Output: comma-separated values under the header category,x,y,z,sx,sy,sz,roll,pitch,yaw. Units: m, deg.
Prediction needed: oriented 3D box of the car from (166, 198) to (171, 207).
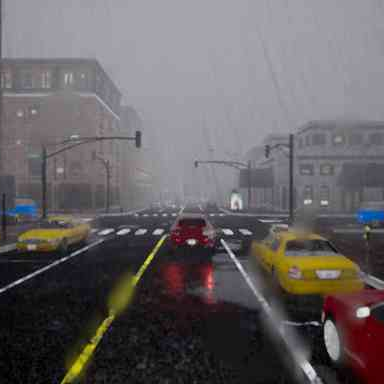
category,x,y,z,sx,sy,sz,roll,pitch,yaw
car,-5.689,2.192,63.934,2.008,1.369,4.403,0,-1,0

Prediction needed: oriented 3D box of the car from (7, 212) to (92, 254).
category,x,y,z,sx,sy,sz,roll,pitch,yaw
car,-5.694,1.661,14.222,1.752,1.417,4.829,0,-1,0

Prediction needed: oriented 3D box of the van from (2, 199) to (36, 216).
category,x,y,z,sx,sy,sz,roll,pitch,yaw
van,-17.760,1.602,33.295,3.998,1.788,1.690,0,0,0

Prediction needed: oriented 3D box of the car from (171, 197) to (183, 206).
category,x,y,z,sx,sy,sz,roll,pitch,yaw
car,-2.993,2.083,72.177,2.097,1.767,4.553,0,-1,0

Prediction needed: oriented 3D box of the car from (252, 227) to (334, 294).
category,x,y,z,sx,sy,sz,roll,pitch,yaw
car,2.686,1.610,8.860,1.752,1.417,4.829,0,-1,0

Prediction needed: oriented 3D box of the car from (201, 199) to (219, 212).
category,x,y,z,sx,sy,sz,roll,pitch,yaw
car,2.689,1.900,46.857,1.967,1.590,4.097,0,-1,0

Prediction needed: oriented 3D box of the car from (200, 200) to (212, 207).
category,x,y,z,sx,sy,sz,roll,pitch,yaw
car,2.691,2.192,63.946,2.008,1.369,4.403,0,-1,0

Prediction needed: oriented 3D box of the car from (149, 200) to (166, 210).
category,x,y,z,sx,sy,sz,roll,pitch,yaw
car,-5.690,2.070,52.541,2.008,1.369,4.403,0,-1,0

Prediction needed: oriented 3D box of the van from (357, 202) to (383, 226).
category,x,y,z,sx,sy,sz,roll,pitch,yaw
van,14.661,1.649,25.152,3.998,1.788,1.690,0,0,0

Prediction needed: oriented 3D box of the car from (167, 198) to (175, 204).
category,x,y,z,sx,sy,sz,roll,pitch,yaw
car,-5.689,2.396,92.416,1.967,1.590,4.097,0,-1,0

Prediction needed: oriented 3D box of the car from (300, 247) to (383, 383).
category,x,y,z,sx,sy,sz,roll,pitch,yaw
car,2.686,1.574,2.993,1.887,1.381,4.507,0,-1,0

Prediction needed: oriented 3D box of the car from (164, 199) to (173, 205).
category,x,y,z,sx,sy,sz,roll,pitch,yaw
car,-5.688,2.351,80.853,1.752,1.417,4.829,0,-1,0

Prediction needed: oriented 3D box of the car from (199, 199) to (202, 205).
category,x,y,z,sx,sy,sz,roll,pitch,yaw
car,2.691,2.162,58.249,1.802,1.307,4.206,0,-1,0

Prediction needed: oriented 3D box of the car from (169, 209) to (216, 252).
category,x,y,z,sx,sy,sz,roll,pitch,yaw
car,0.005,1.663,14.376,1.812,1.442,4.674,0,0,0

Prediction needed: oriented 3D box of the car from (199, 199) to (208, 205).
category,x,y,z,sx,sy,sz,roll,pitch,yaw
car,2.693,2.379,81.035,2.008,1.369,4.403,-1,-1,0
